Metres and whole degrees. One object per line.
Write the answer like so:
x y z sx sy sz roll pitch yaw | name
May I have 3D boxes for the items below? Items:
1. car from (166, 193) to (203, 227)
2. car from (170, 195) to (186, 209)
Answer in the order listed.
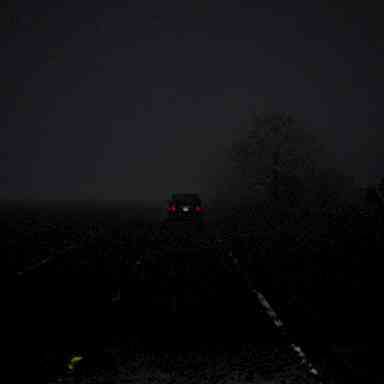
-0.477 1.069 21.746 2.150 2.045 5.566 0 1 -3 | car
-1.778 1.216 41.133 1.837 1.490 4.892 0 0 -5 | car
